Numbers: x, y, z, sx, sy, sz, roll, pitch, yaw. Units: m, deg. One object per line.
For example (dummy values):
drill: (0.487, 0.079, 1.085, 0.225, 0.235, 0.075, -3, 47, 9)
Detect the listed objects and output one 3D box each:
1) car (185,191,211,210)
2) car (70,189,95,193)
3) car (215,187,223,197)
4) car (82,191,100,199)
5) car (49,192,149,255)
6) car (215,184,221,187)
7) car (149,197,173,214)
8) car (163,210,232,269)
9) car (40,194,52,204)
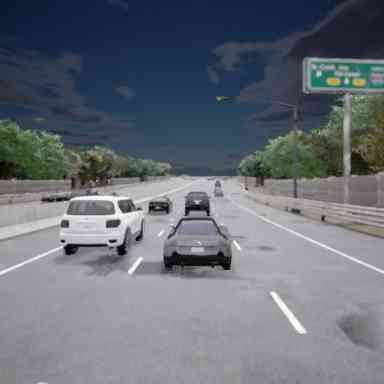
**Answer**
car: (0.509, 0.950, 29.870, 2.150, 2.045, 5.566, 0, 1, 1)
car: (-16.513, 0.594, 49.132, 2.150, 2.045, 5.566, 0, 1, 3)
car: (5.664, 0.208, 70.216, 2.033, 1.411, 5.357, 0, 2, 4)
car: (-19.266, 0.508, 63.579, 1.994, 1.385, 4.181, 0, 2, 3)
car: (-3.308, 1.160, 13.237, 2.150, 2.045, 5.566, 0, 1, 1)
car: (6.826, -0.533, 87.418, 2.033, 1.411, 5.357, 0, 3, 4)
car: (-2.940, 1.175, 31.733, 1.882, 1.535, 5.008, 0, 1, 2)
car: (0.170, 1.520, 11.012, 1.994, 1.385, 4.181, 0, 0, 1)
car: (-20.053, 0.995, 48.297, 1.895, 1.301, 4.718, 0, 1, 3)
